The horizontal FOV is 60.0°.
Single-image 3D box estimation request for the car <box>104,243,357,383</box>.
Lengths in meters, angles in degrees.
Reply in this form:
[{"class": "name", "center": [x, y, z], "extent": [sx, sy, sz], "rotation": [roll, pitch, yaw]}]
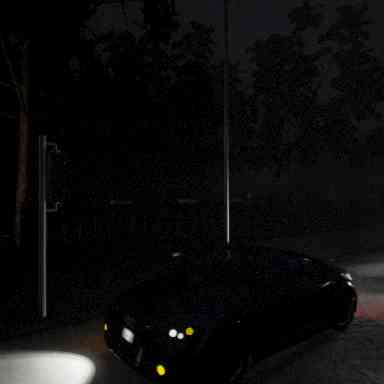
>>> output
[{"class": "car", "center": [0.797, 1.564, 5.278], "extent": [4.181, 1.385, 1.994], "rotation": [0, 0, -38]}]
